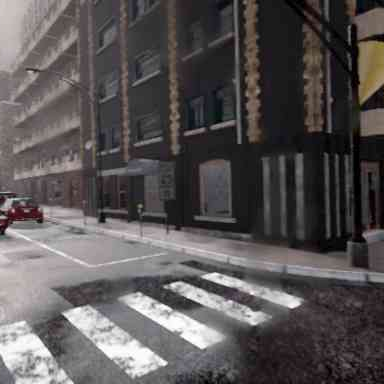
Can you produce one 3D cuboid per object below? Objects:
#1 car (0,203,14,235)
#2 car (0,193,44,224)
[{"bbox_3d":[-10.105,1.329,15.679,1.895,1.301,4.718,-2,2,-40],"label":"car"},{"bbox_3d":[-10.476,1.069,20.157,1.967,1.590,4.097,-1,1,-40],"label":"car"}]
